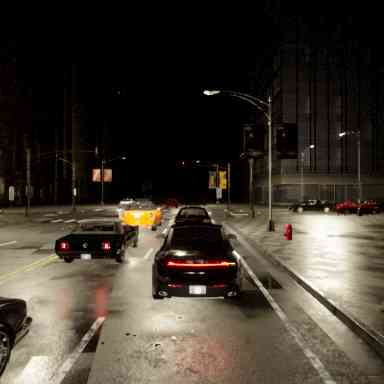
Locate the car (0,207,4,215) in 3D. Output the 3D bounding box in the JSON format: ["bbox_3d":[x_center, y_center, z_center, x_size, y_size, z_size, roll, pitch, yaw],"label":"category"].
[{"bbox_3d":[-21.365,1.696,33.363,4.674,1.442,1.812,0,-1,0],"label":"car"}]

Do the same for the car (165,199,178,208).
[{"bbox_3d":[-3.058,1.756,52.162,1.812,1.442,4.674,0,0,1],"label":"car"}]

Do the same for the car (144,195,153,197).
[{"bbox_3d":[-9.585,1.602,71.773,2.150,2.045,5.566,0,0,0],"label":"car"}]

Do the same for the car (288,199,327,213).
[{"bbox_3d":[13.214,1.575,36.995,4.892,1.490,1.837,0,-1,-1],"label":"car"}]

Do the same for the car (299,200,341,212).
[{"bbox_3d":[15.277,1.662,39.776,4.313,1.339,1.947,0,0,-1],"label":"car"}]

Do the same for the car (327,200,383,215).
[{"bbox_3d":[15.388,1.577,31.252,4.206,1.307,1.802,0,0,-1],"label":"car"}]

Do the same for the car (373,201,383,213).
[{"bbox_3d":[23.114,1.639,37.128,4.718,1.301,1.895,0,-1,-1],"label":"car"}]

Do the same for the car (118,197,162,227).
[{"bbox_3d":[-3.101,1.396,20.996,2.097,1.767,4.553,0,0,0],"label":"car"}]

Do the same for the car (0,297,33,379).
[{"bbox_3d":[-3.152,1.548,2.215,2.033,1.411,5.357,0,0,0],"label":"car"}]

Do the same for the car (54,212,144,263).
[{"bbox_3d":[-3.121,1.615,12.002,1.895,1.301,4.718,0,0,0],"label":"car"}]

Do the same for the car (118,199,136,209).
[{"bbox_3d":[-9.727,1.745,50.411,1.812,1.442,4.674,0,0,0],"label":"car"}]

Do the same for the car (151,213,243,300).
[{"bbox_3d":[0.117,1.512,8.391,1.837,1.490,4.892,0,0,0],"label":"car"}]

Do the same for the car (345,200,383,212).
[{"bbox_3d":[20.917,1.643,39.850,4.313,1.339,1.947,0,0,-1],"label":"car"}]

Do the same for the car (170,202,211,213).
[{"bbox_3d":[0.041,1.509,17.882,1.882,1.535,5.008,0,0,0],"label":"car"}]
